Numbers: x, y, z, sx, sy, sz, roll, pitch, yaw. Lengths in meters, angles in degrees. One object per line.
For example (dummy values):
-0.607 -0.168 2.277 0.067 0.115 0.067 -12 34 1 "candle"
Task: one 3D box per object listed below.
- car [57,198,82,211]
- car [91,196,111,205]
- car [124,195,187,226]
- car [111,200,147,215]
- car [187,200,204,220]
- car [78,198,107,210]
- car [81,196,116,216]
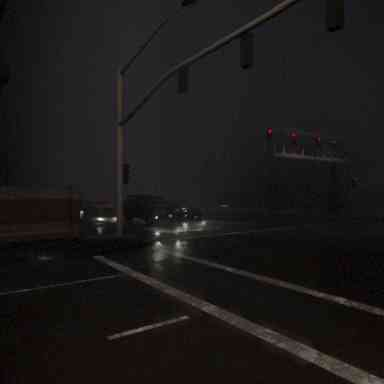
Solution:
-15.123 1.522 40.921 1.812 1.442 4.674 0 0 -35 "car"
-16.830 1.471 61.608 1.882 1.535 5.008 0 0 -36 "car"
-3.024 1.220 24.060 2.150 2.045 5.566 0 0 -36 "car"
-6.735 1.597 35.225 1.895 1.301 4.718 0 0 -36 "car"
-1.016 1.347 27.266 2.097 1.767 4.553 0 0 -36 "car"
-13.356 1.543 44.452 2.033 1.411 5.357 0 0 -36 "car"
-9.124 1.474 32.551 1.882 1.535 5.008 0 0 -36 "car"
